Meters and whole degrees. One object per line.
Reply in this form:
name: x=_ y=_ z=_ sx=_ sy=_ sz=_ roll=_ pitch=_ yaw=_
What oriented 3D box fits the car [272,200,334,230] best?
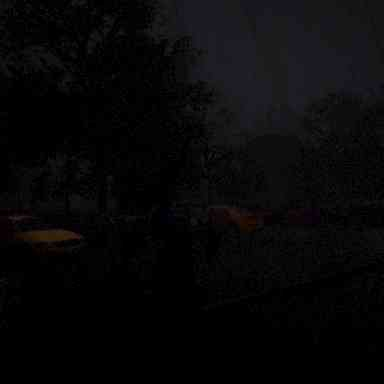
car: x=5.891 y=1.431 z=20.603 sx=4.792 sy=1.488 sz=2.163 roll=-1 pitch=0 yaw=33

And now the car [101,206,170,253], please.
car: x=-3.611 y=1.477 z=13.532 sx=4.892 sy=1.521 sz=2.231 roll=-1 pitch=0 yaw=34

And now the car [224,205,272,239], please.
car: x=1.179 y=1.438 z=17.034 sx=5.008 sy=1.535 sz=2.097 roll=-1 pitch=0 yaw=34

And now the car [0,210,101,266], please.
car: x=-5.865 y=1.489 z=11.697 sx=5.366 sy=1.575 sz=1.946 roll=-1 pitch=-1 yaw=34

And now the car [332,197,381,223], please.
car: x=10.629 y=1.363 z=24.183 sx=5.008 sy=1.535 sz=2.097 roll=-1 pitch=0 yaw=32

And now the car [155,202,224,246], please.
car: x=-1.192 y=1.331 z=15.267 sx=4.553 sy=1.767 sz=2.185 roll=-1 pitch=0 yaw=34

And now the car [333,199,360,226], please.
car: x=8.309 y=1.411 z=22.369 sx=4.792 sy=1.488 sz=2.163 roll=-1 pitch=-1 yaw=33

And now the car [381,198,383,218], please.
car: x=12.935 y=1.220 z=26.032 sx=4.553 sy=1.767 sz=2.185 roll=-1 pitch=-1 yaw=32
